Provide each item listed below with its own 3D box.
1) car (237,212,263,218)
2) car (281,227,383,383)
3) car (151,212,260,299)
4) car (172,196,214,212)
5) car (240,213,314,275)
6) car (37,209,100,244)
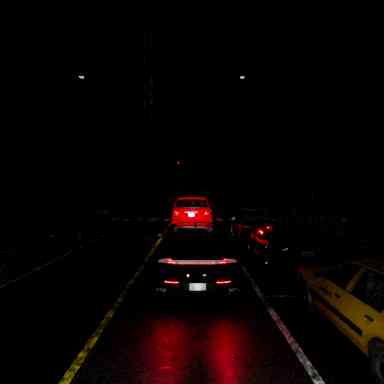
[{"bbox_3d":[2.861,1.576,15.814,1.802,1.307,4.206,-1,0,0],"label":"car"},{"bbox_3d":[2.864,1.524,4.812,1.752,1.417,4.829,-1,0,0],"label":"car"},{"bbox_3d":[0.096,1.489,8.400,2.128,1.511,4.902,0,0,0],"label":"car"},{"bbox_3d":[0.061,1.214,18.749,2.150,2.045,5.566,0,0,2],"label":"car"},{"bbox_3d":[2.863,1.562,10.228,1.947,1.339,4.313,-1,0,0],"label":"car"},{"bbox_3d":[-5.685,1.539,15.808,1.887,1.381,4.507,-1,0,0],"label":"car"}]
